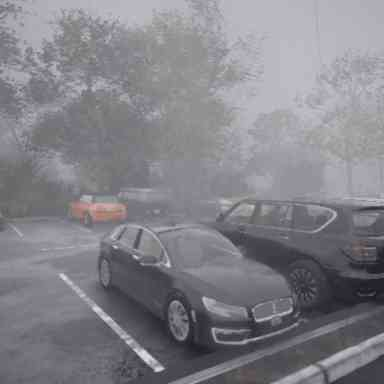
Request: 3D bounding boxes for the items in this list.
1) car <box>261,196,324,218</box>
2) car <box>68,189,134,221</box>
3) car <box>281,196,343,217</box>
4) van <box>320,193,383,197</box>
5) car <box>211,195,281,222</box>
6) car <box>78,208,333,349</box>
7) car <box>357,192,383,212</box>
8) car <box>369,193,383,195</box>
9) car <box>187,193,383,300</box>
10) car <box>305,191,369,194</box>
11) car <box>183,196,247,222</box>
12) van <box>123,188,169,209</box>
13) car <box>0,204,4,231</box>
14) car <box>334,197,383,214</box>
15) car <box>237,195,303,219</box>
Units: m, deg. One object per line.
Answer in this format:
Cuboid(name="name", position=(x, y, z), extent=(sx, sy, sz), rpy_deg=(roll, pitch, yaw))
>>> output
Cuboid(name="car", position=(8.366, 1.203, 28.113), extent=(2.163, 1.488, 4.792), rpy_deg=(1, 1, -35))
Cuboid(name="car", position=(-5.383, 0.834, 18.624), extent=(2.185, 1.767, 4.553), rpy_deg=(1, 1, -35))
Cuboid(name="car", position=(10.625, 1.237, 29.743), extent=(2.163, 1.488, 4.792), rpy_deg=(1, 1, -35))
Cuboid(name="van", position=(6.725, 1.212, 10.983), extent=(1.878, 1.987, 4.442), rpy_deg=(1, 1, -35))
Cuboid(name="car", position=(3.871, 1.103, 24.820), extent=(1.946, 1.575, 5.366), rpy_deg=(1, 1, -35))
Cuboid(name="car", position=(-0.276, 1.333, 6.318), extent=(2.231, 1.521, 4.892), rpy_deg=(1, 1, -35))
Cuboid(name="car", position=(22.022, 1.164, 37.530), extent=(2.435, 2.045, 5.566), rpy_deg=(1, 1, -35))
Cuboid(name="car", position=(19.832, 1.121, 36.017), extent=(2.435, 2.045, 5.566), rpy_deg=(1, 1, -35))
Cuboid(name="car", position=(2.029, 1.113, 7.922), extent=(2.435, 2.045, 5.566), rpy_deg=(1, 1, -35))
Cuboid(name="car", position=(12.956, 0.996, 31.272), extent=(2.435, 2.045, 5.566), rpy_deg=(1, 1, -35))
Cuboid(name="car", position=(1.473, 1.104, 23.390), extent=(2.002, 1.452, 4.674), rpy_deg=(1, 1, -35))
Cuboid(name="van", position=(-3.174, 0.762, 20.320), extent=(1.878, 1.987, 4.442), rpy_deg=(1, 1, -35))
Cuboid(name="car", position=(-9.994, 0.940, 15.499), extent=(2.002, 1.452, 4.674), rpy_deg=(1, 1, -34))
Cuboid(name="car", position=(17.416, 1.366, 34.392), extent=(2.002, 1.452, 4.674), rpy_deg=(1, 1, -35))
Cuboid(name="car", position=(6.062, 1.137, 26.550), extent=(2.097, 1.535, 5.008), rpy_deg=(1, 1, -35))
